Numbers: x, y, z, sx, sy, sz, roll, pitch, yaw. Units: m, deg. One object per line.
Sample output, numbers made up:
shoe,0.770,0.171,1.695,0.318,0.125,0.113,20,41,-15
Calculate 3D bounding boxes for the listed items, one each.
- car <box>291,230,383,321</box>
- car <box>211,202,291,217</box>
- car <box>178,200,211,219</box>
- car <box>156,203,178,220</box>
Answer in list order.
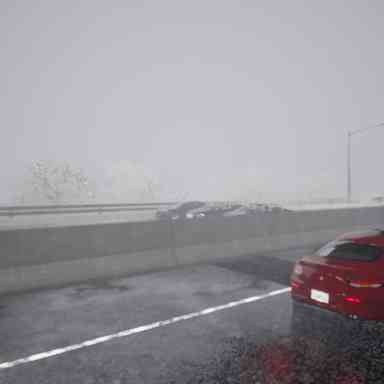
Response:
car,3.924,1.491,6.651,4.674,1.442,1.812,0,0,-35
car,3.832,1.419,19.534,4.902,1.511,2.128,0,0,-35
car,1.863,1.417,22.428,4.902,1.511,2.128,0,0,-35
car,-0.344,1.403,25.155,5.008,1.535,1.882,0,0,-35
